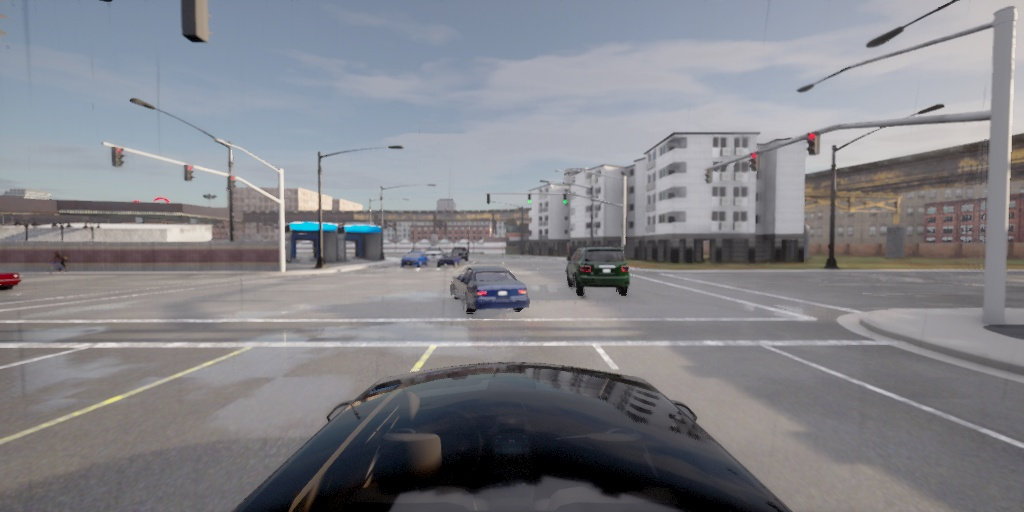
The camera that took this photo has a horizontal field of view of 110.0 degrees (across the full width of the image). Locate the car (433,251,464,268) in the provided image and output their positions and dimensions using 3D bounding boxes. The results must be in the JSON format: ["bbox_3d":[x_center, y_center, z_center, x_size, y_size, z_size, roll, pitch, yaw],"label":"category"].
[{"bbox_3d":[-6.467,0.455,37.098,1.895,1.301,4.718,0,2,0],"label":"car"}]

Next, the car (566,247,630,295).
[{"bbox_3d":[3.864,0.607,16.832,2.150,2.045,5.566,0,1,3],"label":"car"}]

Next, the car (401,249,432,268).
[{"bbox_3d":[-9.972,0.338,37.013,1.882,1.535,5.008,0,2,0],"label":"car"}]

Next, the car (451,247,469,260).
[{"bbox_3d":[-7.383,-0.309,50.550,2.150,2.045,5.566,0,2,-12],"label":"car"}]

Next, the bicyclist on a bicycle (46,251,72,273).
[{"bbox_3d":[-34.638,0.466,27.421,0.582,1.620,1.656,0,2,-1],"label":"bicyclist on a bicycle"}]

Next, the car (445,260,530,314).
[{"bbox_3d":[-0.974,1.051,12.677,2.033,1.411,5.357,0,2,-16],"label":"car"}]

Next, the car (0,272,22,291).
[{"bbox_3d":[-26.179,1.064,16.615,4.718,1.301,1.895,0,2,-1],"label":"car"}]

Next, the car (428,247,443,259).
[{"bbox_3d":[-10.783,-0.279,49.690,2.150,2.045,5.566,0,1,-11],"label":"car"}]
